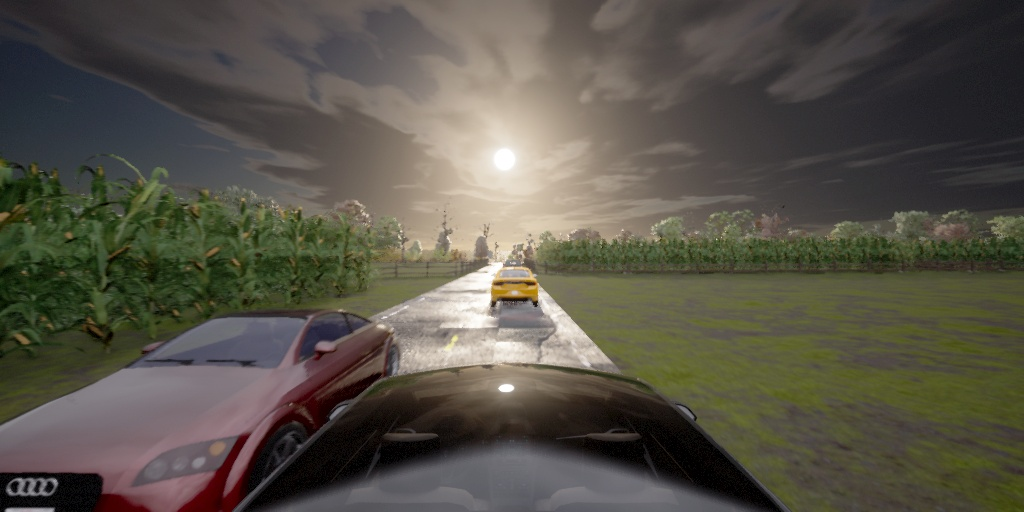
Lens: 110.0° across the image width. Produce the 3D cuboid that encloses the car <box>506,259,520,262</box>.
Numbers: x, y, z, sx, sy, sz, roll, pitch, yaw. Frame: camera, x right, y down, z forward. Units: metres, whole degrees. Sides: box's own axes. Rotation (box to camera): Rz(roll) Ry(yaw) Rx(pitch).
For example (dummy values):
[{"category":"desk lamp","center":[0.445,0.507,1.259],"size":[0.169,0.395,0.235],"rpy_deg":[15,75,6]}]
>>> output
[{"category":"car","center":[0.105,1.087,35.096],"size":[2.097,1.767,4.553],"rpy_deg":[0,0,0]}]

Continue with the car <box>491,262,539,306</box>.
[{"category":"car","center":[0.103,1.222,15.883],"size":[1.882,1.535,5.008],"rpy_deg":[0,0,0]}]

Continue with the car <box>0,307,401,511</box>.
[{"category":"car","center":[-2.750,1.313,4.030],"size":[1.994,1.385,4.181],"rpy_deg":[0,0,0]}]
